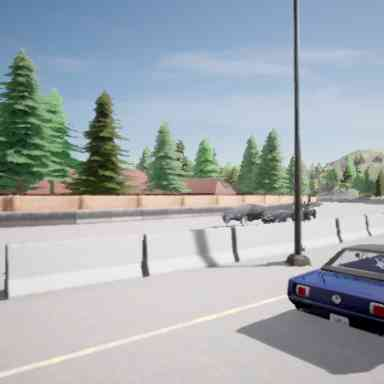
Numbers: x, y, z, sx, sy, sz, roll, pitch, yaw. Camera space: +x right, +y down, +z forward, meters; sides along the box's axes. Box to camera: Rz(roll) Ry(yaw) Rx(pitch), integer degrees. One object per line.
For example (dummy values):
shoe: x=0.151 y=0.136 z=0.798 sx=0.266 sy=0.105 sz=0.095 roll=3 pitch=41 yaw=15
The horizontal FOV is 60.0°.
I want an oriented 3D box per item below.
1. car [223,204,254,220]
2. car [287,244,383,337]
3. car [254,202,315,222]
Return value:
car: x=4.292 y=1.622 z=25.215 sx=4.674 sy=1.442 sz=1.812 roll=1 pitch=-1 yaw=-42
car: x=4.011 y=1.690 z=6.454 sx=4.718 sy=1.301 sz=1.895 roll=0 pitch=-1 yaw=-38
car: x=6.625 y=1.484 z=22.609 sx=4.892 sy=1.490 sz=1.837 roll=1 pitch=-1 yaw=-42
